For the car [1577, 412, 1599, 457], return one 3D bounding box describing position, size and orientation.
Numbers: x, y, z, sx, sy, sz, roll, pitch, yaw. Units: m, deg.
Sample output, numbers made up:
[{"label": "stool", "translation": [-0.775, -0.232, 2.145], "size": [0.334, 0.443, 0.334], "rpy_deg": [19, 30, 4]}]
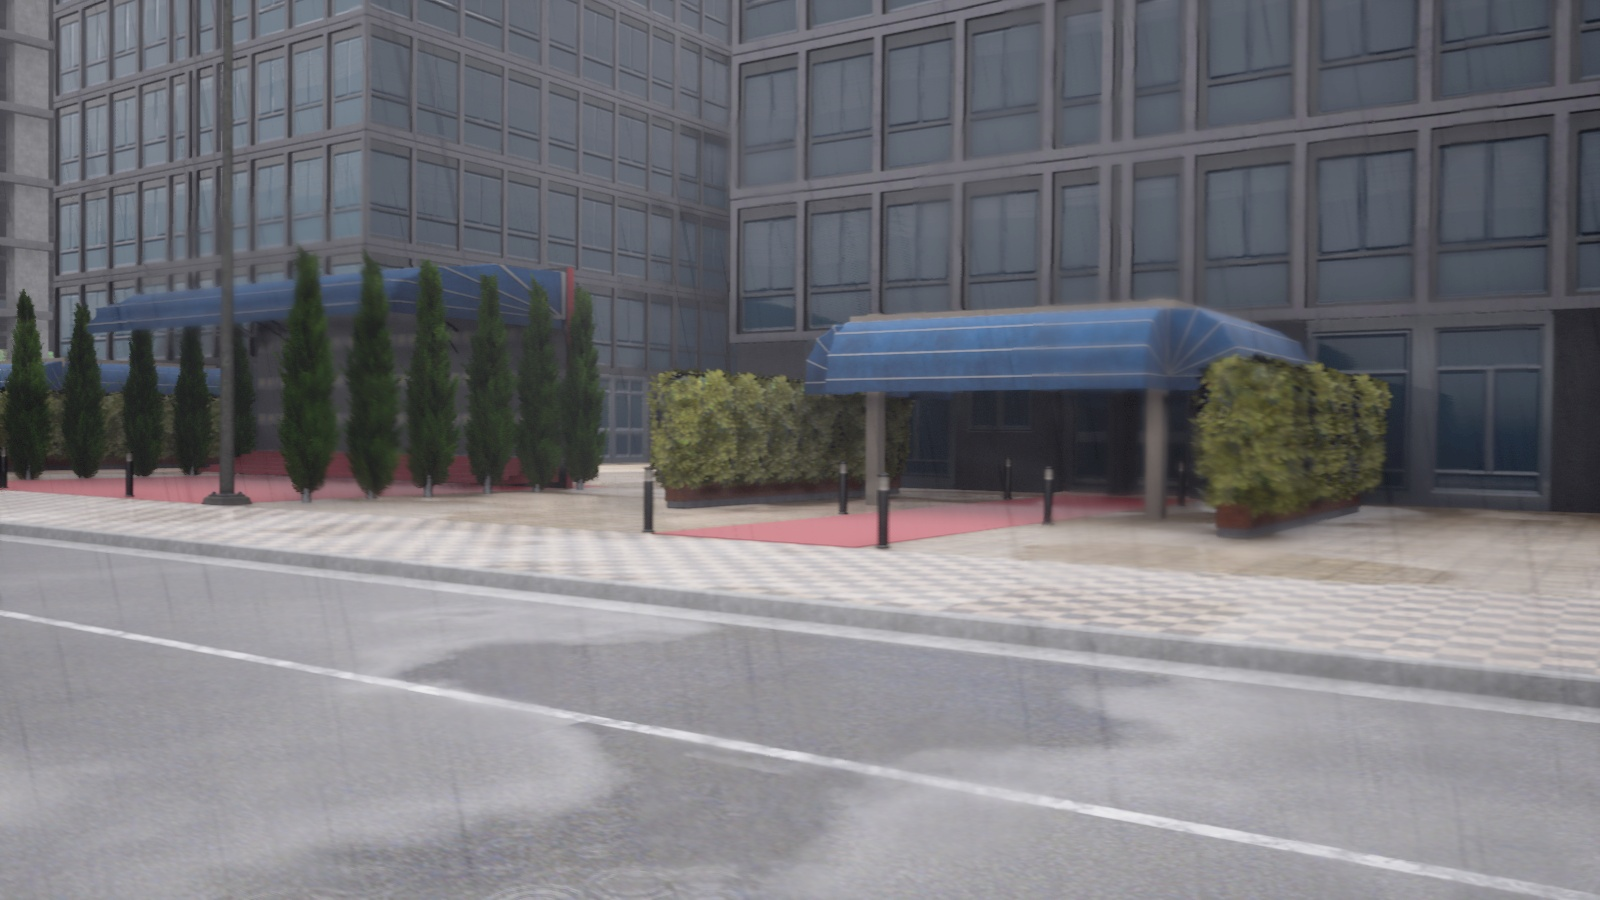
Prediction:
[{"label": "car", "translation": [38.834, -0.740, 57.391], "size": [5.566, 2.045, 2.150], "rpy_deg": [0, 1, 35]}]
